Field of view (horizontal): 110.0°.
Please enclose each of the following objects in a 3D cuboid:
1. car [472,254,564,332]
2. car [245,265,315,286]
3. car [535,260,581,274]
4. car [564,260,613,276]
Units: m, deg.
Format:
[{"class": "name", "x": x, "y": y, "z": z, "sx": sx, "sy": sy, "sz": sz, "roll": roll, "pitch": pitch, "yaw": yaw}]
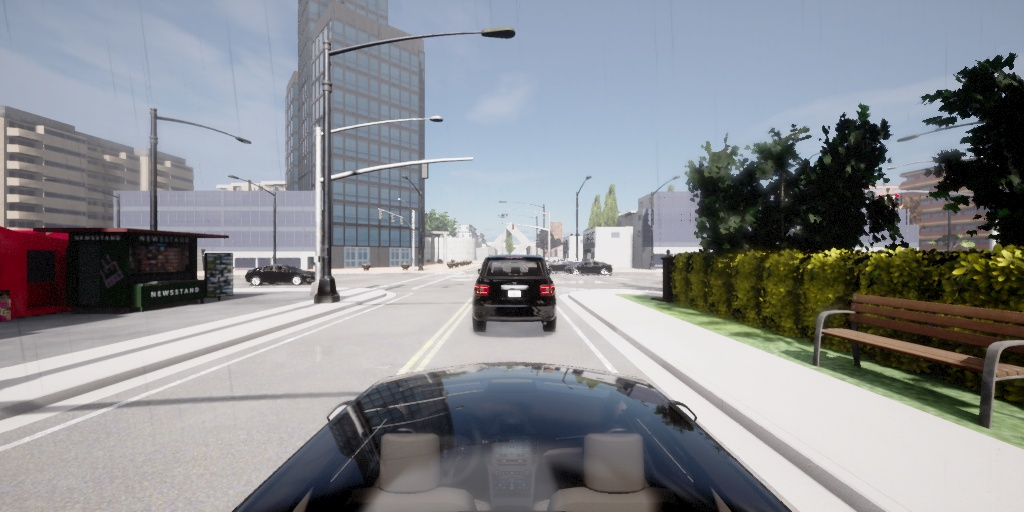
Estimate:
[{"class": "car", "x": 0.075, "y": 0.971, "z": 11.036, "sx": 2.150, "sy": 2.045, "sz": 5.566, "roll": 0, "pitch": 0, "yaw": 0}, {"class": "car", "x": -16.638, "y": 1.362, "z": 26.130, "sx": 4.892, "sy": 1.490, "sz": 1.837, "roll": -1, "pitch": 0, "yaw": 0}, {"class": "car", "x": 5.115, "y": 1.242, "z": 40.493, "sx": 4.902, "sy": 1.511, "sz": 2.128, "roll": 0, "pitch": 0, "yaw": 0}, {"class": "car", "x": 7.881, "y": 1.255, "z": 37.015, "sx": 4.892, "sy": 1.490, "sz": 1.837, "roll": 0, "pitch": 0, "yaw": 0}]
